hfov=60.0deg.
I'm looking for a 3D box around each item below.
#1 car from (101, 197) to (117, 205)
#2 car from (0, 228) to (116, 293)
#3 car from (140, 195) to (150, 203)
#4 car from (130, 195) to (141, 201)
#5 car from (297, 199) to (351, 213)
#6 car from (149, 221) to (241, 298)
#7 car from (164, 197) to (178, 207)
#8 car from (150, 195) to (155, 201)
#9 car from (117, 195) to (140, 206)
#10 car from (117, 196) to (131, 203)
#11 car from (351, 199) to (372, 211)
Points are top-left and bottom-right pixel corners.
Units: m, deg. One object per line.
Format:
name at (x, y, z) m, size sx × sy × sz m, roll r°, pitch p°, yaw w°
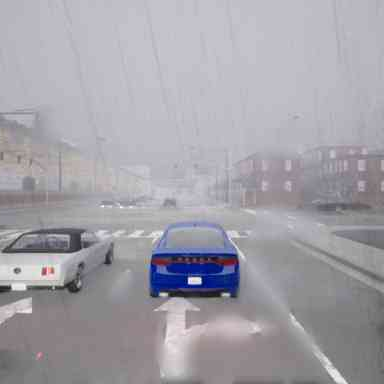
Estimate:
car at (-14.012, 1.563, 56.543) m, size 1.994 × 1.385 × 4.181 m, roll 0°, pitch 0°, yaw 0°
car at (-3.420, 1.601, 8.838) m, size 1.895 × 1.301 × 4.718 m, roll 0°, pitch 0°, yaw 0°
car at (-10.426, 1.501, 68.825) m, size 1.837 × 1.490 × 4.892 m, roll 0°, pitch 0°, yaw 0°
car at (-13.912, 1.517, 82.079) m, size 1.812 × 1.442 × 4.674 m, roll 0°, pitch 0°, yaw 0°
car at (13.998, 1.477, 36.040) m, size 5.008 × 1.535 × 1.882 m, roll 0°, pitch 0°, yaw 0°
car at (0.075, 1.478, 8.571) m, size 1.882 × 1.535 × 5.008 m, roll 0°, pitch 0°, yaw 1°
car at (-3.344, 1.504, 51.850) m, size 1.837 × 1.490 × 4.892 m, roll 0°, pitch 0°, yaw 0°
car at (-10.410, 1.475, 83.238) m, size 1.882 × 1.535 × 5.008 m, roll 0°, pitch 0°, yaw 0°
car at (-10.520, 1.351, 55.033) m, size 2.097 × 1.767 × 4.553 m, roll 0°, pitch 0°, yaw 0°
car at (-13.927, 1.597, 68.099) m, size 1.895 × 1.301 × 4.718 m, roll 0°, pitch 0°, yaw 0°
car at (18.426, 1.547, 39.554) m, size 5.357 × 1.411 × 2.033 m, roll 0°, pitch 0°, yaw 0°
